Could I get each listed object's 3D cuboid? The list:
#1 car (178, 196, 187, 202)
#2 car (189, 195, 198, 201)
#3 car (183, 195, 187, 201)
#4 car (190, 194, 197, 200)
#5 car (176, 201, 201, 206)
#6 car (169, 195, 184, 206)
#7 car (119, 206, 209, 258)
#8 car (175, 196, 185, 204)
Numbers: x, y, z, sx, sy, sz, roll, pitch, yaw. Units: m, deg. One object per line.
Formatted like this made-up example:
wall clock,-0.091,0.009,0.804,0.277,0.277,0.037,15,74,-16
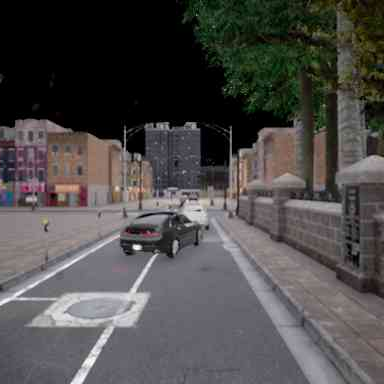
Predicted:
car,-2.300,1.658,81.041,2.008,1.369,4.403,0,0,0
car,0.332,1.453,79.257,2.097,1.767,4.553,0,0,0
car,-2.415,1.380,53.781,2.192,1.841,5.009,0,0,0
car,0.375,1.449,89.292,1.882,1.535,5.008,0,0,0
car,0.118,1.548,21.174,1.812,1.442,4.674,0,0,1
car,-2.439,1.582,48.159,1.752,1.417,4.829,0,0,0
car,-1.000,1.518,12.918,1.837,1.490,4.892,0,0,18
car,-2.370,1.606,64.515,1.752,1.417,4.829,0,0,0
